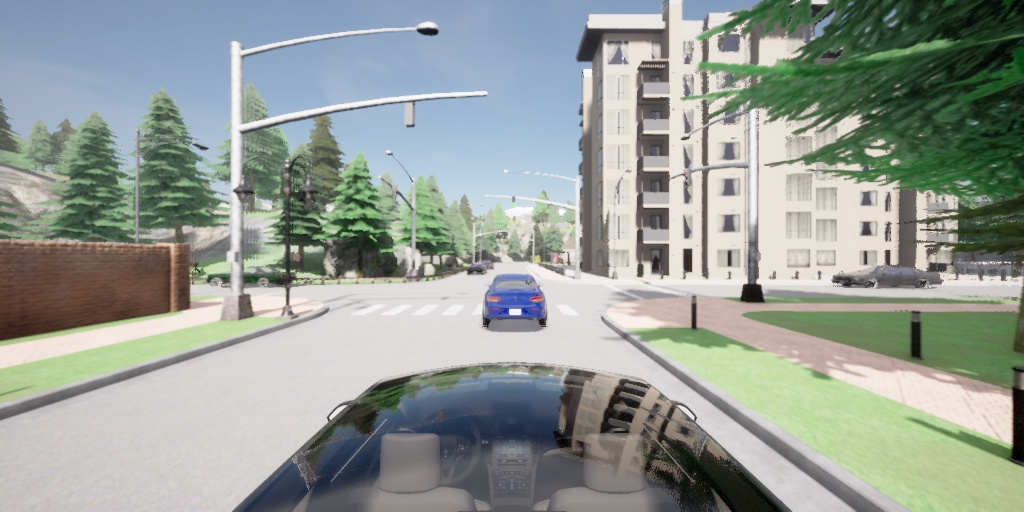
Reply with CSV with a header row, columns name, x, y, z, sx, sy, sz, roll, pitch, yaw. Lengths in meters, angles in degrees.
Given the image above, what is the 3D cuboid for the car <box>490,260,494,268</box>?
name,x,y,z,sx,sy,sz,roll,pitch,yaw
car,-3.643,1.294,51.768,1.994,1.385,4.181,0,0,0

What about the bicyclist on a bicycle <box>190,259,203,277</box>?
name,x,y,z,sx,sy,sz,roll,pitch,yaw
bicyclist on a bicycle,-23.576,0.874,26.465,0.582,1.620,1.656,4,19,0

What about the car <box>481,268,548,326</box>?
name,x,y,z,sx,sy,sz,roll,pitch,yaw
car,0.071,1.268,11.480,1.812,1.442,4.674,0,0,0

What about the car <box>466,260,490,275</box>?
name,x,y,z,sx,sy,sz,roll,pitch,yaw
car,-3.757,1.344,38.767,1.895,1.301,4.718,0,0,1

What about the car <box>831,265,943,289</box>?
name,x,y,z,sx,sy,sz,roll,pitch,yaw
car,23.221,1.292,22.291,5.357,1.411,2.033,0,0,1

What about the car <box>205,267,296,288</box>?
name,x,y,z,sx,sy,sz,roll,pitch,yaw
car,-16.845,1.343,23.187,4.718,1.301,1.895,0,0,0
